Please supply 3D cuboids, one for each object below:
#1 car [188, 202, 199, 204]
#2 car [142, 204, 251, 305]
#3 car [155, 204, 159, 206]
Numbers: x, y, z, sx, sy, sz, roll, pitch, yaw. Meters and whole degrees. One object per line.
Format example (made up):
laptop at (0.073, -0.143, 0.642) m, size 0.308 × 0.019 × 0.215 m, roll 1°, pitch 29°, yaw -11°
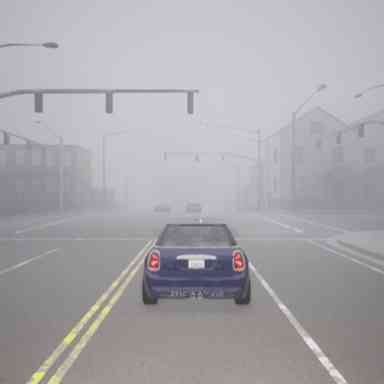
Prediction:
car at (0.181, 2.120, 41.018) m, size 2.128 × 1.511 × 4.902 m, roll 0°, pitch -8°, yaw 0°
car at (0.097, 1.337, 8.232) m, size 2.097 × 1.767 × 4.553 m, roll 0°, pitch 0°, yaw 0°
car at (-3.517, 2.117, 40.405) m, size 1.994 × 1.385 × 4.181 m, roll 0°, pitch -8°, yaw 0°
